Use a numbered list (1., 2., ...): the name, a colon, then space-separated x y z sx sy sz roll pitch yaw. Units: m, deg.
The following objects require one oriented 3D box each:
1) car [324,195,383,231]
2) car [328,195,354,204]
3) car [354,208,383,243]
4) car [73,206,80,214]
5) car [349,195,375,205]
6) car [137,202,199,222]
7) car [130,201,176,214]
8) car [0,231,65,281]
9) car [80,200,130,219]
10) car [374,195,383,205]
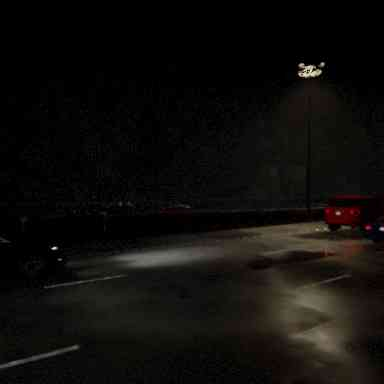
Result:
1. car: 10.097 1.239 19.526 5.566 2.045 2.150 0 0 -35
2. car: 25.224 1.243 56.286 4.674 1.442 1.812 -1 1 -35
3. car: 9.855 1.569 15.070 5.357 1.411 2.033 0 0 -35
4. car: -8.842 1.518 32.075 4.902 1.511 2.128 0 0 -35
5. car: 27.433 1.277 53.572 4.181 1.385 1.994 -1 1 -35
6. car: -1.288 1.627 24.565 4.718 1.301 1.895 0 0 -35
7. car: -2.383 1.530 28.083 4.892 1.490 1.837 0 0 -35
8. car: -5.764 1.491 8.234 4.902 1.511 2.128 0 0 -35
9. car: -6.809 1.518 29.227 4.902 1.511 2.128 0 0 -35
10. car: 30.313 1.175 51.335 5.008 1.535 1.882 -1 1 -35
